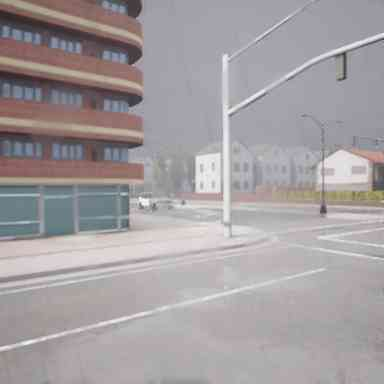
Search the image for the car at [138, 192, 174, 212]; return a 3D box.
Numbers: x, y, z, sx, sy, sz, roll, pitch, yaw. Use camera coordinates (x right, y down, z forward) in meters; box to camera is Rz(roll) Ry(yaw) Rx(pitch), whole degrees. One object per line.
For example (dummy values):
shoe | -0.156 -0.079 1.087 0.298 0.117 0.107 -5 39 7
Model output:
car | -4.149 1.051 37.438 2.150 2.045 5.566 -1 0 -35
